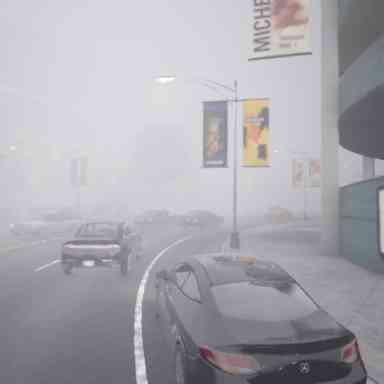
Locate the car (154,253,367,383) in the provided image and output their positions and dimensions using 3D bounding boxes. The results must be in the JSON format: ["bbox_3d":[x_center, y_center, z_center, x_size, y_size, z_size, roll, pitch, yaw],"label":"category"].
[{"bbox_3d":[0.497,1.650,5.005,1.812,1.442,4.674,1,-1,-11],"label":"car"}]

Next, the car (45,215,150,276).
[{"bbox_3d":[-2.796,1.727,11.111,2.128,1.511,4.902,1,-2,-2],"label":"car"}]

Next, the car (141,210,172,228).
[{"bbox_3d":[-2.680,2.161,27.573,2.033,1.411,5.357,0,-1,26],"label":"car"}]

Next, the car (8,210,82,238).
[{"bbox_3d":[-8.931,2.010,20.623,1.895,1.301,4.718,0,-1,14],"label":"car"}]

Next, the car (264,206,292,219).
[{"bbox_3d":[10.785,2.484,41.284,1.801,1.575,5.366,-1,-2,36],"label":"car"}]

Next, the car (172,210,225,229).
[{"bbox_3d":[0.847,2.173,26.906,2.033,1.411,5.357,0,-2,28],"label":"car"}]
